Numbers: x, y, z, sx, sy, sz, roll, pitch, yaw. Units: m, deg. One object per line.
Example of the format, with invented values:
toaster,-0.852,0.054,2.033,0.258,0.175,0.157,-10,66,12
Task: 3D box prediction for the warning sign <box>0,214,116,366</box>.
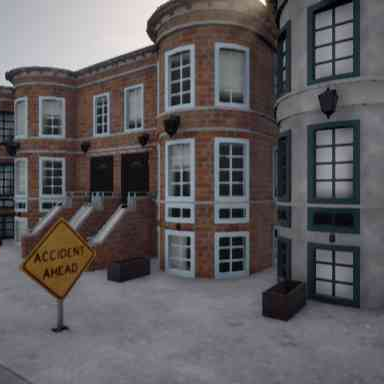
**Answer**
warning sign,-2.036,1.324,5.137,1.060,1.860,1.300,0,0,35
